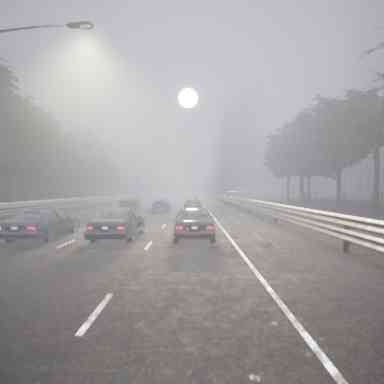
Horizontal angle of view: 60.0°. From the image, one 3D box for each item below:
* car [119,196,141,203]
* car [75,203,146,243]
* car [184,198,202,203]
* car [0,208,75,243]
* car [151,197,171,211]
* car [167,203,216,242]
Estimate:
[{"bbox_3d":[-6.897,1.221,37.323,1.882,1.535,5.008,0,0,0],"label":"car"},{"bbox_3d":[-3.397,1.445,15.494,2.033,1.411,5.357,0,0,0],"label":"car"},{"bbox_3d":[0.102,1.314,36.475,1.994,1.385,4.181,0,0,0],"label":"car"},{"bbox_3d":[-6.896,1.445,15.448,2.033,1.411,5.357,0,0,0],"label":"car"},{"bbox_3d":[-3.398,1.272,36.908,1.812,1.442,4.674,0,0,0],"label":"car"},{"bbox_3d":[0.103,1.444,15.609,2.033,1.411,5.357,0,0,0],"label":"car"}]
